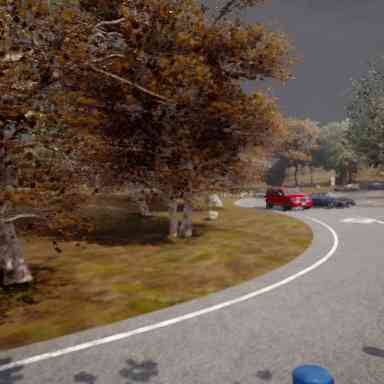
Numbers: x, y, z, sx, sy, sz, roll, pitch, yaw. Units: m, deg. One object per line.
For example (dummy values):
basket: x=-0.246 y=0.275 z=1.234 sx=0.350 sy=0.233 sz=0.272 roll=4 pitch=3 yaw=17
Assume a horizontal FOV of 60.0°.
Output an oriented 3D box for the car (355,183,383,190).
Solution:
car: x=31.424 y=-0.987 z=57.431 sx=4.674 sy=1.442 sz=1.812 roll=-1 pitch=2 yaw=9

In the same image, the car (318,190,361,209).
car: x=12.428 y=0.776 z=31.069 sx=2.033 sy=1.411 sz=5.357 roll=-3 pitch=2 yaw=-28

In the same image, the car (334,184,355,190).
car: x=28.700 y=-0.698 z=60.888 sx=5.357 sy=1.411 sz=2.033 roll=-2 pitch=2 yaw=-2

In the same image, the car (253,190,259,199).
car: x=11.228 y=0.206 z=51.814 sx=2.128 sy=1.511 sz=4.902 roll=-1 pitch=2 yaw=38

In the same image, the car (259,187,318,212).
car: x=8.728 y=0.601 z=30.742 sx=2.150 sy=2.045 sz=5.566 roll=-3 pitch=2 yaw=-14

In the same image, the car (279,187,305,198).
car: x=15.803 y=0.077 z=52.268 sx=4.181 sy=1.385 sz=1.994 roll=-4 pitch=2 yaw=-42
